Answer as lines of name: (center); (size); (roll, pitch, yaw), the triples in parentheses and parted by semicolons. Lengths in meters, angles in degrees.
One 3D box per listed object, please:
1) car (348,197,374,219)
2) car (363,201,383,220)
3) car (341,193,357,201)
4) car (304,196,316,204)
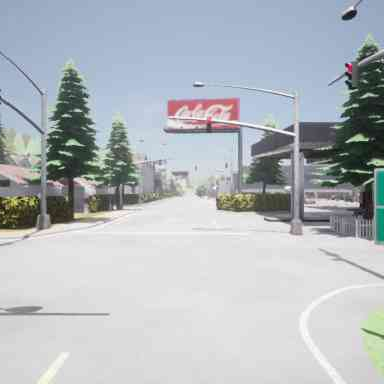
car: (14.310, 1.504, 25.024); (3.866, 1.878, 1.905); (0, 0, 0)
car: (18.623, 1.672, 30.704); (4.611, 1.667, 2.242); (0, 0, 0)
car: (34.737, 1.489, 71.931); (2.007, 1.523, 4.514); (0, 0, 0)
car: (22.351, 1.552, 64.110); (1.970, 1.475, 3.806); (0, 0, 0)
